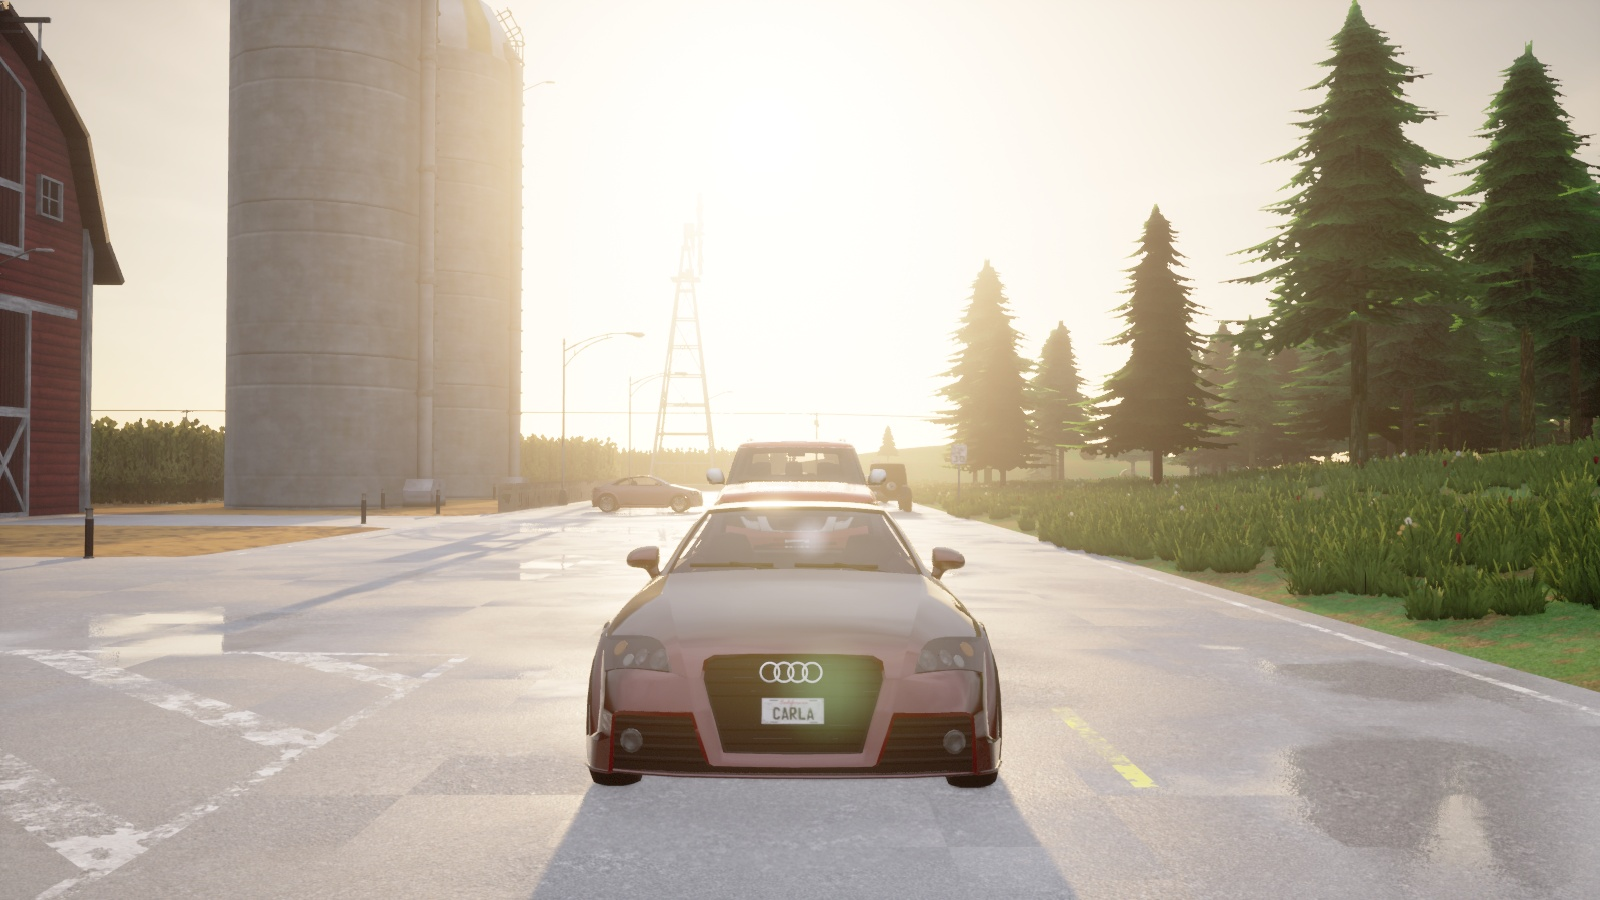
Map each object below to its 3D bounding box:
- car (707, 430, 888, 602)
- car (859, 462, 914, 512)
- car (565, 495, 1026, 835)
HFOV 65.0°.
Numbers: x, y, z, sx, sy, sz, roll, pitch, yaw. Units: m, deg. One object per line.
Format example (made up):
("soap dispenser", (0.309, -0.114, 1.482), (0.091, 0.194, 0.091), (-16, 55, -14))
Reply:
("car", (-0.049, 0.832, 17.781), (2.150, 2.045, 5.566), (0, -1, 0))
("car", (3.371, 1.427, 49.575), (1.905, 1.878, 3.866), (0, -1, 0))
("car", (-0.017, 1.005, 7.538), (1.994, 1.385, 4.181), (0, -1, 0))
